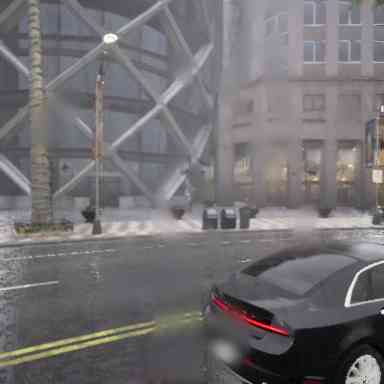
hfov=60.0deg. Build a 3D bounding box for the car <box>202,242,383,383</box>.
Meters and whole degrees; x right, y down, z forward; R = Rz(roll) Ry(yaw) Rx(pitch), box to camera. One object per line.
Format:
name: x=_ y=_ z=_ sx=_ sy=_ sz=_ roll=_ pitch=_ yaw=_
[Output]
car: x=2.503 y=1.481 z=4.694 sx=4.892 sy=1.490 sz=1.837 roll=0 pitch=0 yaw=-27
